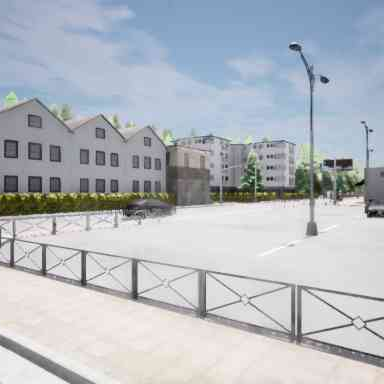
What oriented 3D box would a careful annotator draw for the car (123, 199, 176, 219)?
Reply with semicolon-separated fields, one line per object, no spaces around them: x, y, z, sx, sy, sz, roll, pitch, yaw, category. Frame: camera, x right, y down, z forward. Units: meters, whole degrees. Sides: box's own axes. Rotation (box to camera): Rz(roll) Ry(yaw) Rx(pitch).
-3.297;1.286;26.902;1.882;1.535;5.008;0;0;35;car

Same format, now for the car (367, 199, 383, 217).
15.399;1.298;26.827;2.007;1.523;4.514;0;0;35;car
